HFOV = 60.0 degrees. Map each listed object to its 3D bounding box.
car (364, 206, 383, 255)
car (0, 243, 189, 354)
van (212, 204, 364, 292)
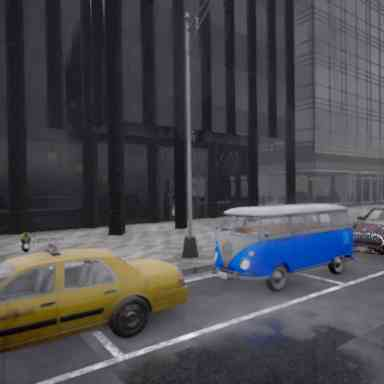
[{"bbox_3d":[6.933,1.218,11.572,4.097,1.590,1.967,-1,1,-35],"label":"car"},{"bbox_3d":[-2.345,1.508,4.973,4.829,1.417,1.752,-1,1,-35],"label":"car"},{"bbox_3d":[2.361,1.219,8.320,3.998,1.788,1.690,-1,1,-35],"label":"van"}]
